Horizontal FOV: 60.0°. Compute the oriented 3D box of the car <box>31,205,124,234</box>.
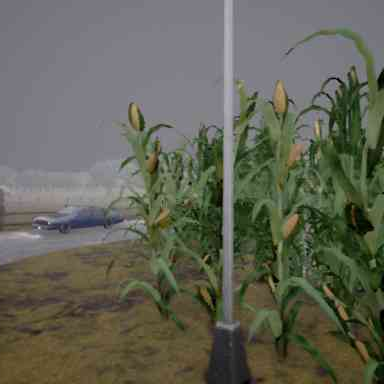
[{"bbox_3d":[-6.544,1.518,19.770,2.033,1.411,5.357,2,1,35],"label":"car"}]

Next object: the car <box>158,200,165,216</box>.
[{"bbox_3d":[-0.391,1.284,23.434,2.150,2.045,5.566,2,1,36],"label":"car"}]
